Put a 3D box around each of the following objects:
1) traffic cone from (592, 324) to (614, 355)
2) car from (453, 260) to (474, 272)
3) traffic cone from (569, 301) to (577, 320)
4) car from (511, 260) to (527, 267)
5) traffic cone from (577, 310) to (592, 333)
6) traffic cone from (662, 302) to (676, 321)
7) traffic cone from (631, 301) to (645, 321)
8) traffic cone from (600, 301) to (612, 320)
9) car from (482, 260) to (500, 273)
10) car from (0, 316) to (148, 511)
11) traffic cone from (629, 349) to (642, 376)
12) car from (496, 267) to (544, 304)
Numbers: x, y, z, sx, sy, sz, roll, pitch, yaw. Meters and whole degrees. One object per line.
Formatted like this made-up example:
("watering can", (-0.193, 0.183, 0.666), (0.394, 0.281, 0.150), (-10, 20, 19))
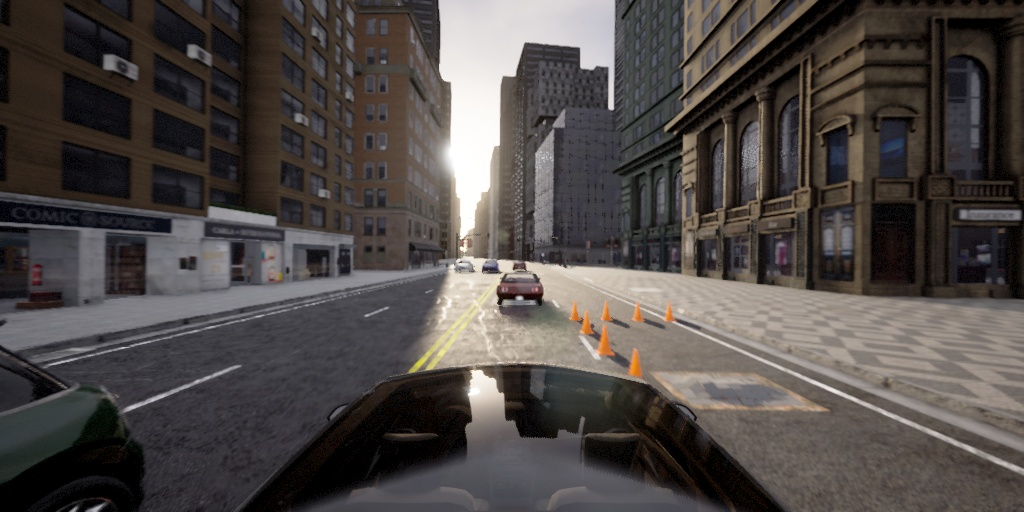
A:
("traffic cone", (1.938, 1.728, 7.516), (0.340, 0.580, 0.340), (0, 0, 1))
("car", (-5.764, 1.214, 43.689), (1.812, 1.442, 4.674), (1, 0, 1))
("traffic cone", (2.019, 1.729, 11.515), (0.340, 0.580, 0.340), (0, 0, 1))
("car", (1.009, 1.294, 48.277), (1.812, 1.442, 4.674), (1, 0, 1))
("traffic cone", (1.978, 1.729, 9.515), (0.340, 0.580, 0.340), (0, 0, 1))
("traffic cone", (5.018, 1.764, 11.454), (0.340, 0.580, 0.340), (0, 0, 1))
("traffic cone", (4.019, 1.753, 11.474), (0.340, 0.580, 0.340), (0, 0, 1))
("traffic cone", (3.019, 1.741, 11.495), (0.340, 0.580, 0.340), (0, 0, 1))
("car", (-2.527, 1.204, 43.117), (1.882, 1.535, 5.008), (1, 0, 1))
("car", (-3.418, 1.062, 0.307), (2.097, 1.767, 4.553), (1, 0, 1))
("traffic cone", (1.897, 1.728, 5.517), (0.340, 0.580, 0.340), (0, 0, 1))
("car", (0.356, 1.356, 16.293), (1.895, 1.301, 4.718), (1, 0, 1))
